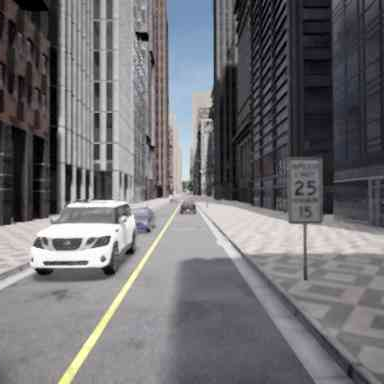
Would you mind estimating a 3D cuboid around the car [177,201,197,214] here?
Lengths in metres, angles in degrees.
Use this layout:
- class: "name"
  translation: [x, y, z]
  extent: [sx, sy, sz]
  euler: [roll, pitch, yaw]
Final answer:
- class: "car"
  translation: [-0.457, 1.784, 39.429]
  extent: [1.837, 1.490, 4.892]
  euler: [0, 0, -1]

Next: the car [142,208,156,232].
- class: "car"
  translation: [-3.382, 1.734, 21.665]
  extent: [2.033, 1.411, 5.357]
  euler: [0, 0, -1]

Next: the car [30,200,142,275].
- class: "car"
  translation: [-3.237, 1.329, 11.174]
  extent: [2.150, 2.045, 5.566]
  euler: [0, 0, -1]

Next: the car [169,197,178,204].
- class: "car"
  translation: [-4.071, 1.875, 74.140]
  extent: [2.033, 1.411, 5.357]
  euler: [0, 0, -1]

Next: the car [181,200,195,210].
- class: "car"
  translation: [-0.611, 1.928, 49.681]
  extent: [1.895, 1.301, 4.718]
  euler: [0, 0, -1]
